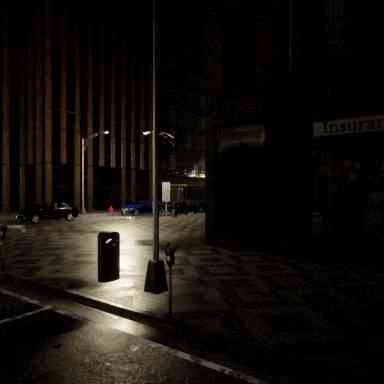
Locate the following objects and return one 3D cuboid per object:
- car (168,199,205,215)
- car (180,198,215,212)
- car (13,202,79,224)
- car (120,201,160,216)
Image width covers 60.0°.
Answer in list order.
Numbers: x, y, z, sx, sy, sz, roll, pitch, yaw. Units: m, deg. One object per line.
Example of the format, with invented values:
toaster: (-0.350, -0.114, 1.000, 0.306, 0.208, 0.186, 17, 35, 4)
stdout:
car: (-0.526, 1.596, 35.318, 2.128, 1.511, 4.902, 0, 0, 35)
car: (0.764, 1.628, 42.663, 2.128, 1.511, 4.902, 0, 0, 35)
car: (-11.184, 1.568, 25.791, 1.837, 1.490, 4.892, 0, 0, 35)
car: (-5.251, 1.626, 34.184, 1.812, 1.442, 4.674, 0, 0, 36)
